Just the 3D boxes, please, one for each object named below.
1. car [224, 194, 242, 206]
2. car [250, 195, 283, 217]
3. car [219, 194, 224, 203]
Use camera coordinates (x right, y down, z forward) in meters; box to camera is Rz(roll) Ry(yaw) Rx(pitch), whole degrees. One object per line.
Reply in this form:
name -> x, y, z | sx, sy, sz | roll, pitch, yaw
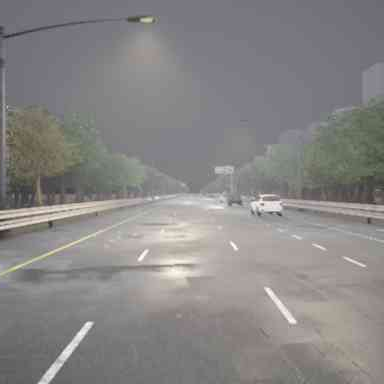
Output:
car -> 7.172, 1.320, 56.563 | 2.150, 2.045, 5.566 | 0, 0, 0
car -> 7.054, 1.267, 31.909 | 2.150, 2.045, 5.566 | 0, 0, 0
car -> 7.294, 1.360, 73.712 | 2.150, 2.045, 5.566 | 0, 0, 0
